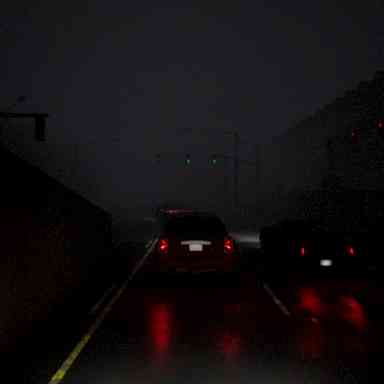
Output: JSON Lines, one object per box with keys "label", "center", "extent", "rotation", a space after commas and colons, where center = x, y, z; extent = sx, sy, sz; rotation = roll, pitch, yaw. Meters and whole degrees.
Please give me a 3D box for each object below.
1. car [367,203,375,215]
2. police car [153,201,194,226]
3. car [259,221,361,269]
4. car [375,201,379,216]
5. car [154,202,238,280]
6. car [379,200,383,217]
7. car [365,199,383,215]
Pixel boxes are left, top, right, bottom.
{"label": "car", "center": [17.538, 1.479, 30.318], "extent": [2.038, 1.542, 4.974], "rotation": [0, 0, 45]}
{"label": "police car", "center": [-1.524, 1.527, 25.219], "extent": [2.038, 1.542, 4.974], "rotation": [0, 0, -16]}
{"label": "car", "center": [3.586, 1.611, 11.146], "extent": [1.895, 1.301, 4.718], "rotation": [0, 0, 0]}
{"label": "car", "center": [17.433, 1.475, 25.711], "extent": [2.038, 1.542, 4.974], "rotation": [0, 0, -35]}
{"label": "car", "center": [0.087, 1.361, 10.126], "extent": [2.097, 1.767, 4.553], "rotation": [0, 0, 0]}
{"label": "car", "center": [17.463, 1.318, 25.669], "extent": [1.853, 1.218, 4.536], "rotation": [0, 0, -35]}
{"label": "car", "center": [17.574, 1.322, 30.355], "extent": [1.853, 1.218, 4.536], "rotation": [0, 0, 45]}
